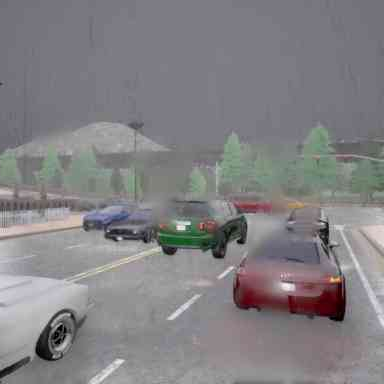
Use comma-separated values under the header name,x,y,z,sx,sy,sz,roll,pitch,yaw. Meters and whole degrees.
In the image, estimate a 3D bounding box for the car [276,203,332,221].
name,x,y,z,sx,sy,sz,roll,pitch,yaw
car,5.504,1.492,15.774,2.128,1.511,4.902,0,0,22

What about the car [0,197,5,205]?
name,x,y,z,sx,sy,sz,roll,pitch,yaw
car,-27.391,1.233,46.382,4.181,1.385,1.994,3,1,20

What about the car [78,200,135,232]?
name,x,y,z,sx,sy,sz,roll,pitch,yaw
car,-4.370,1.477,19.756,1.882,1.535,5.008,0,0,22

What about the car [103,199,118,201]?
name,x,y,z,sx,sy,sz,roll,pitch,yaw
car,-10.416,1.558,44.013,4.181,1.385,1.994,0,0,20

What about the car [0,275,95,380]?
name,x,y,z,sx,sy,sz,roll,pitch,yaw
car,-3.143,1.601,3.374,1.895,1.301,4.718,0,0,21

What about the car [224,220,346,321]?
name,x,y,z,sx,sy,sz,roll,pitch,yaw
car,2.271,1.564,7.472,1.994,1.385,4.181,0,0,21

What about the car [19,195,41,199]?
name,x,y,z,sx,sy,sz,roll,pitch,yaw
car,-22.999,1.298,48.521,5.008,1.535,1.882,3,1,20

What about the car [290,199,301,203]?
name,x,y,z,sx,sy,sz,roll,pitch,yaw
car,10.827,1.477,36.422,5.008,1.535,1.882,0,0,20

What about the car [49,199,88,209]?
name,x,y,z,sx,sy,sz,roll,pitch,yaw
car,-13.507,1.543,37.682,5.357,1.411,2.033,0,0,20

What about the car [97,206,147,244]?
name,x,y,z,sx,sy,sz,roll,pitch,yaw
car,-2.009,1.547,16.257,2.033,1.411,5.357,0,0,22

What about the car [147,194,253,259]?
name,x,y,z,sx,sy,sz,roll,pitch,yaw
car,0.634,1.221,12.996,2.150,2.045,5.566,0,0,21

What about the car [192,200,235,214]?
name,x,y,z,sx,sy,sz,roll,pitch,yaw
car,2.344,1.564,35.737,4.181,1.385,1.994,0,0,20

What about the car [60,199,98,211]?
name,x,y,z,sx,sy,sz,roll,pitch,yaw
car,-14.132,1.555,41.625,4.181,1.385,1.994,0,0,20

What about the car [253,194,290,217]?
name,x,y,z,sx,sy,sz,roll,pitch,yaw
car,5.867,1.221,30.762,5.566,2.045,2.150,0,0,20
